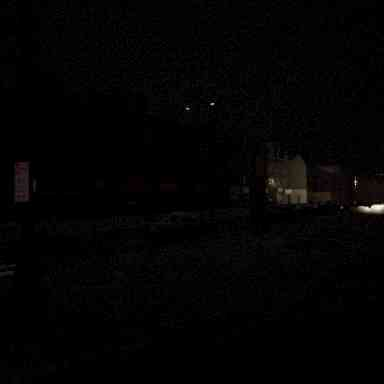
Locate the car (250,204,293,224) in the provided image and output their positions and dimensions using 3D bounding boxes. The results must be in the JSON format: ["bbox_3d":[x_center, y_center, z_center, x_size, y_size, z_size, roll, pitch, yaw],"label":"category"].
[{"bbox_3d":[5.987,1.713,25.941,1.947,1.339,4.313,-1,-1,35],"label":"car"}]

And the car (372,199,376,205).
[{"bbox_3d":[35.238,2.209,67.266,1.887,1.381,4.507,-1,-2,35],"label":"car"}]

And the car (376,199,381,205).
[{"bbox_3d":[44.988,2.458,81.039,2.008,1.369,4.403,-2,-2,35],"label":"car"}]

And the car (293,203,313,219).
[{"bbox_3d":[9.237,1.741,30.533,2.008,1.369,4.403,-1,-1,35],"label":"car"}]

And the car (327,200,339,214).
[{"bbox_3d":[15.737,1.832,39.716,1.887,1.381,4.507,-1,-1,35],"label":"car"}]

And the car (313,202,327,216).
[{"bbox_3d":[12.488,1.819,35.124,1.802,1.307,4.206,-1,-1,35],"label":"car"}]

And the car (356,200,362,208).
[{"bbox_3d":[25.488,2.011,53.491,2.008,1.369,4.403,-1,-1,35],"label":"car"}]

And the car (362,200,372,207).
[{"bbox_3d":[31.989,2.144,62.675,2.008,1.369,4.403,-1,-1,35],"label":"car"}]

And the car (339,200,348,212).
[{"bbox_3d":[18.987,1.782,44.310,1.967,1.590,4.097,-1,-1,35],"label":"car"}]

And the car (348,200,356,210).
[{"bbox_3d":[22.238,1.950,48.900,2.008,1.369,4.403,-1,-1,35],"label":"car"}]

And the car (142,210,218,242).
[{"bbox_3d":[-0.415,1.597,16.896,1.752,1.417,4.829,-1,-1,35],"label":"car"}]
